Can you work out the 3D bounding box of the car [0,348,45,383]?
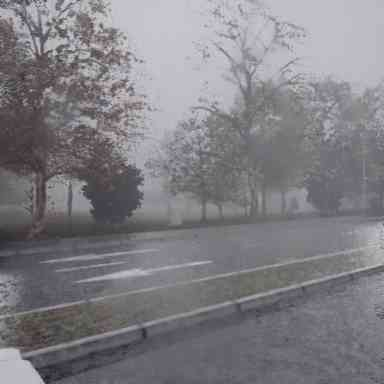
[{"bbox_3d":[-2.852,1.597,1.098,4.718,1.301,1.895,0,0,-35],"label":"car"}]
